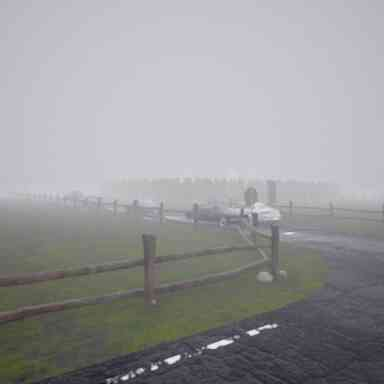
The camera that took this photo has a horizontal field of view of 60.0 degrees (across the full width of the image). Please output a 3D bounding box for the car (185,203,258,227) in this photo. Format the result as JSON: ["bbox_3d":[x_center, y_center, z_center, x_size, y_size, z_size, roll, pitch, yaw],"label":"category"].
[{"bbox_3d":[1.619,1.466,21.121,1.895,1.301,4.718,1,0,-36],"label":"car"}]

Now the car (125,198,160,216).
[{"bbox_3d":[-4.336,1.286,29.424,1.812,1.442,4.674,1,0,-36],"label":"car"}]

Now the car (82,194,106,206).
[{"bbox_3d":[-14.177,1.097,48.092,1.837,1.490,4.892,1,0,-35],"label":"car"}]

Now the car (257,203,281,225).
[{"bbox_3d":[3.910,1.438,22.825,1.812,1.442,4.674,1,0,-36],"label":"car"}]

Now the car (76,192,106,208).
[{"bbox_3d":[-12.015,1.125,40.125,1.837,1.490,4.892,1,1,-36],"label":"car"}]

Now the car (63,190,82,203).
[{"bbox_3d":[-20.036,0.709,56.160,2.150,2.045,5.566,1,0,-36],"label":"car"}]
